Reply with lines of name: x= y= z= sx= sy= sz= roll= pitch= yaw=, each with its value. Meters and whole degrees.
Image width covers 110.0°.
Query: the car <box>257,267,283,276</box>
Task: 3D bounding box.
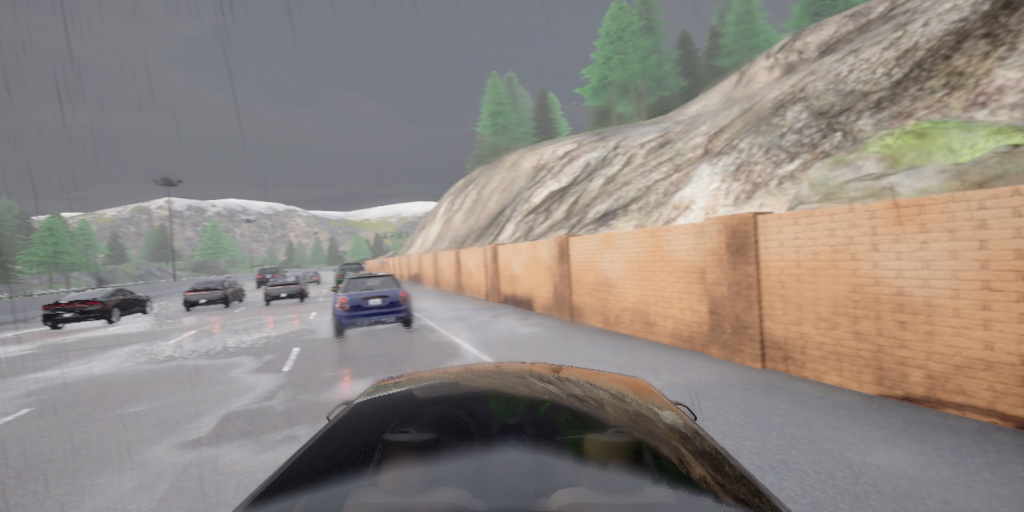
car: x=-24.784 y=2.192 z=37.119 sx=2.150 sy=2.045 sz=5.566 roll=-4 pitch=0 yaw=-26

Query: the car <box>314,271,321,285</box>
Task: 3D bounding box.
car: x=-20.841 y=2.289 z=37.039 sx=2.033 sy=1.411 sz=5.357 roll=-4 pitch=0 yaw=-26

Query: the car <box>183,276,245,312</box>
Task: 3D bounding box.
car: x=-16.463 y=2.087 z=20.001 sx=2.128 sy=1.511 sz=4.902 roll=-4 pitch=1 yaw=-26

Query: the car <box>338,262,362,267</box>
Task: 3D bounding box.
car: x=-13.046 y=1.559 z=28.913 sx=2.150 sy=2.045 sz=5.566 roll=-4 pitch=0 yaw=-26

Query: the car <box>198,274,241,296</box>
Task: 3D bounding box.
car: x=-26.502 y=2.577 z=32.687 sx=1.882 sy=1.535 sz=5.008 roll=-4 pitch=0 yaw=-26

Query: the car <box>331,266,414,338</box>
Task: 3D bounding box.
car: x=-4.632 y=1.308 z=11.607 sx=2.097 sy=1.767 sz=4.553 roll=-4 pitch=0 yaw=-26

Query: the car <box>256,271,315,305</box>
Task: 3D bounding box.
car: x=-12.966 y=1.877 z=20.802 sx=2.128 sy=1.511 sz=4.902 roll=-4 pitch=1 yaw=-26

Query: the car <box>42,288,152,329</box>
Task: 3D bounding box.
car: x=-18.577 y=2.218 z=16.353 sx=1.882 sy=1.535 sz=5.008 roll=-4 pitch=0 yaw=-26
